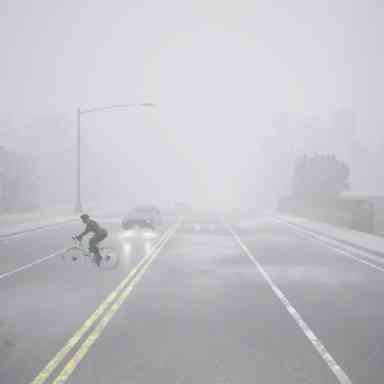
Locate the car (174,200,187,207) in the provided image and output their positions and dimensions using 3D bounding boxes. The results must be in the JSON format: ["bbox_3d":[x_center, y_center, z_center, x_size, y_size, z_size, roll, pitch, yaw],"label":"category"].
[{"bbox_3d":[-1.860,2.027,56.391,1.994,1.385,4.181,0,-8,2],"label":"car"}]

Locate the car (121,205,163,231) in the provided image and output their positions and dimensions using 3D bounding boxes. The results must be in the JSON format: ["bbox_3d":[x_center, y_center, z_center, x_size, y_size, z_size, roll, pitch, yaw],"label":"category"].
[{"bbox_3d":[-2.982,1.548,21.119,2.033,1.411,5.357,0,0,2],"label":"car"}]

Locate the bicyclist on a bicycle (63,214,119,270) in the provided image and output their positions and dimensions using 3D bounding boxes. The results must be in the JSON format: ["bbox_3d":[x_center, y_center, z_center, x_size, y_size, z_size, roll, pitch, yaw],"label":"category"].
[{"bbox_3d":[-2.911,1.453,9.570,1.656,1.620,0.582,-1,0,2],"label":"bicyclist on a bicycle"}]
